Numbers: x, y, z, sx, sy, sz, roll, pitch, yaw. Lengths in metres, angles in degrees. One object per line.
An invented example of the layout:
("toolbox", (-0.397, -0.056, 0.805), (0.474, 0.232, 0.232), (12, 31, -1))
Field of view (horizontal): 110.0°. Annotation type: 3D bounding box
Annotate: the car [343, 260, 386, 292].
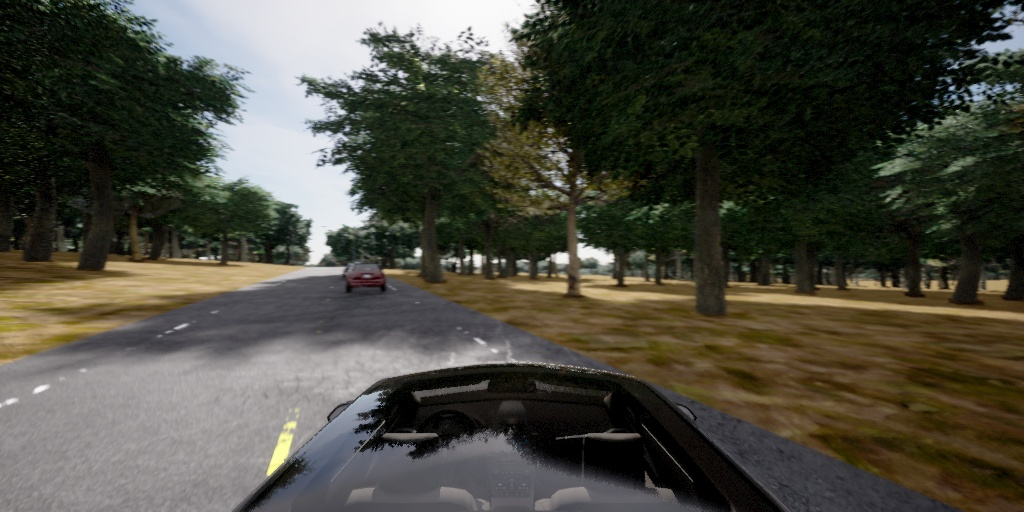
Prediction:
("car", (-8.894, 1.129, 21.677), (2.097, 1.767, 4.553), (0, 0, -25))
